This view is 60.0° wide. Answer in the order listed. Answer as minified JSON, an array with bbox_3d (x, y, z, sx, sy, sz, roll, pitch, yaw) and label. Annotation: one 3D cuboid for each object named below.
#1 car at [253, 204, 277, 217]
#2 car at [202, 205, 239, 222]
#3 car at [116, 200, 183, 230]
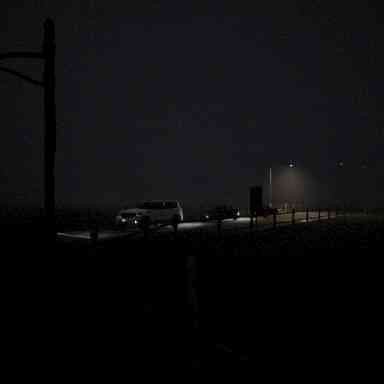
[{"bbox_3d":[8.877,2.269,40.777,2.128,1.511,4.902,0,-1,36],"label":"car"},{"bbox_3d":[2.849,2.070,32.547,2.128,1.511,4.902,0,-1,36],"label":"car"},{"bbox_3d":[-2.964,1.611,24.606,2.150,2.045,5.566,0,-1,36],"label":"car"}]
